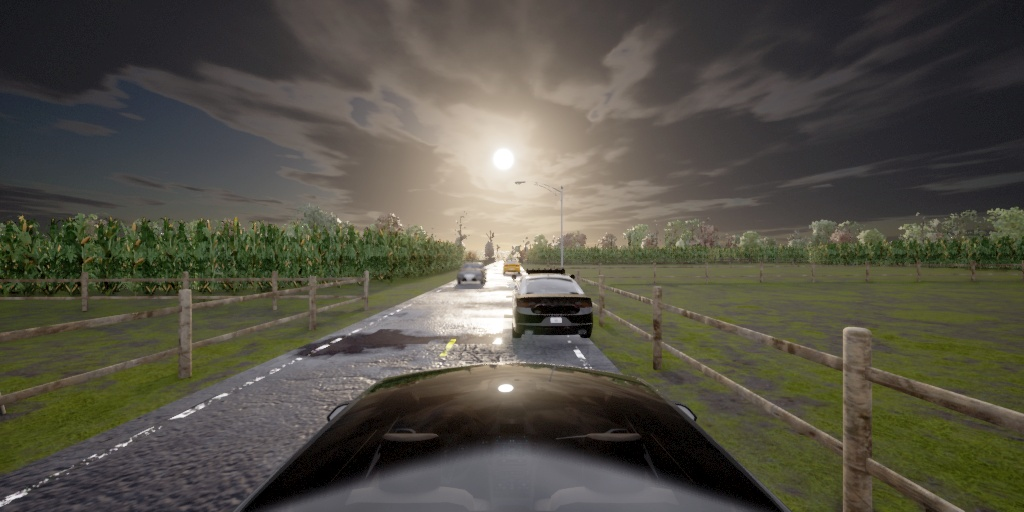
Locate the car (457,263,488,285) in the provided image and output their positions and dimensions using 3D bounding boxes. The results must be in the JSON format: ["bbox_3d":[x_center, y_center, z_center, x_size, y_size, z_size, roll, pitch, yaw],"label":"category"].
[{"bbox_3d":[-2.813,1.237,26.014,2.128,1.511,4.902,0,0,0],"label":"car"}]

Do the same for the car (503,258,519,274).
[{"bbox_3d":[-0.020,1.211,40.487,1.882,1.535,5.008,0,0,0],"label":"car"}]

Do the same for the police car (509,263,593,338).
[{"bbox_3d":[0.943,1.175,10.292,1.930,1.638,5.238,0,0,0],"label":"police car"}]
